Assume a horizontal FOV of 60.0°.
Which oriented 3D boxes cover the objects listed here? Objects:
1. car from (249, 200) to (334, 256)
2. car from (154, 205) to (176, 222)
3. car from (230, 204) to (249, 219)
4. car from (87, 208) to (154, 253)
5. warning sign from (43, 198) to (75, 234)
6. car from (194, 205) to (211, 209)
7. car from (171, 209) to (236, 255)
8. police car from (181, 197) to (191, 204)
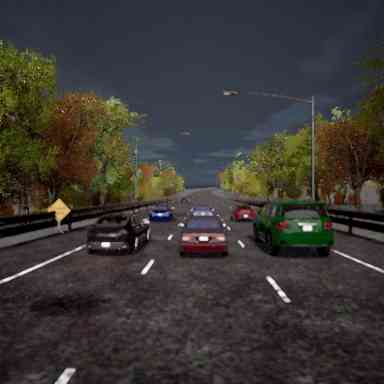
[{"bbox_3d":[3.974,1.339,13.888,2.150,2.045,5.566,0,0,2],"label":"car"},{"bbox_3d":[-2.572,1.838,29.336,1.994,1.385,4.181,0,0,2],"label":"car"},{"bbox_3d":[4.429,1.787,29.222,1.812,1.442,4.674,0,0,2],"label":"car"},{"bbox_3d":[-3.013,1.645,14.347,1.837,1.490,4.892,0,0,2],"label":"car"},{"bbox_3d":[-7.420,1.299,18.576,1.300,1.860,1.060,1,1,2],"label":"warning sign"},{"bbox_3d":[0.915,1.812,28.933,2.033,1.411,5.357,0,0,2],"label":"car"},{"bbox_3d":[0.474,1.675,13.934,2.033,1.411,5.357,0,0,2],"label":"car"},{"bbox_3d":[-1.880,2.240,88.602,1.930,1.638,5.238,0,-1,2],"label":"police car"}]
